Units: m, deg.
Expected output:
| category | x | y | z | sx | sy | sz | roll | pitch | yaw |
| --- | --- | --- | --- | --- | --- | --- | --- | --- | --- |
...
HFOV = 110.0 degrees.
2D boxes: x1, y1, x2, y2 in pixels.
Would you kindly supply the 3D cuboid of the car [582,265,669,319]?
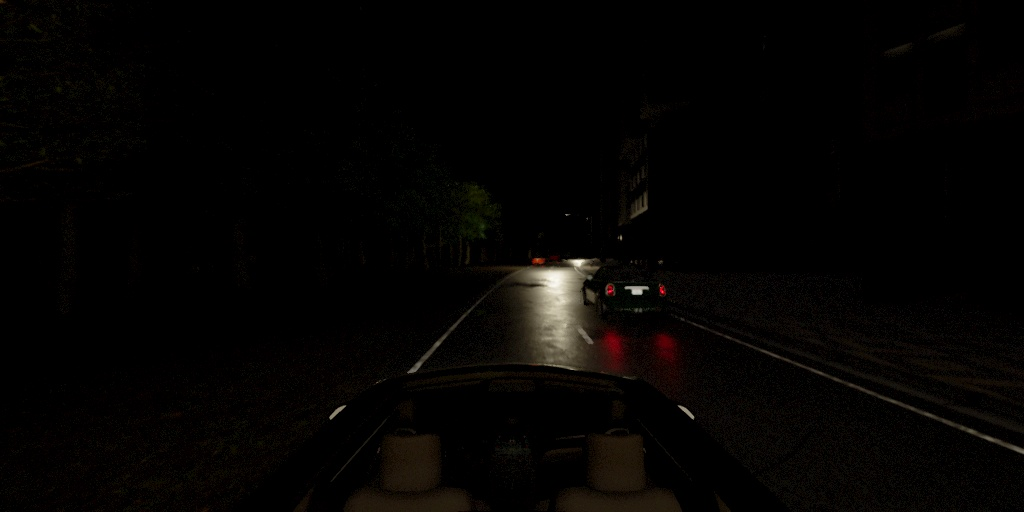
| category | x | y | z | sx | sy | sz | roll | pitch | yaw |
| --- | --- | --- | --- | --- | --- | --- | --- | --- | --- |
| car | 3.858 | 1.108 | 12.992 | 2.097 | 1.767 | 4.553 | 0 | 0 | 2 |
